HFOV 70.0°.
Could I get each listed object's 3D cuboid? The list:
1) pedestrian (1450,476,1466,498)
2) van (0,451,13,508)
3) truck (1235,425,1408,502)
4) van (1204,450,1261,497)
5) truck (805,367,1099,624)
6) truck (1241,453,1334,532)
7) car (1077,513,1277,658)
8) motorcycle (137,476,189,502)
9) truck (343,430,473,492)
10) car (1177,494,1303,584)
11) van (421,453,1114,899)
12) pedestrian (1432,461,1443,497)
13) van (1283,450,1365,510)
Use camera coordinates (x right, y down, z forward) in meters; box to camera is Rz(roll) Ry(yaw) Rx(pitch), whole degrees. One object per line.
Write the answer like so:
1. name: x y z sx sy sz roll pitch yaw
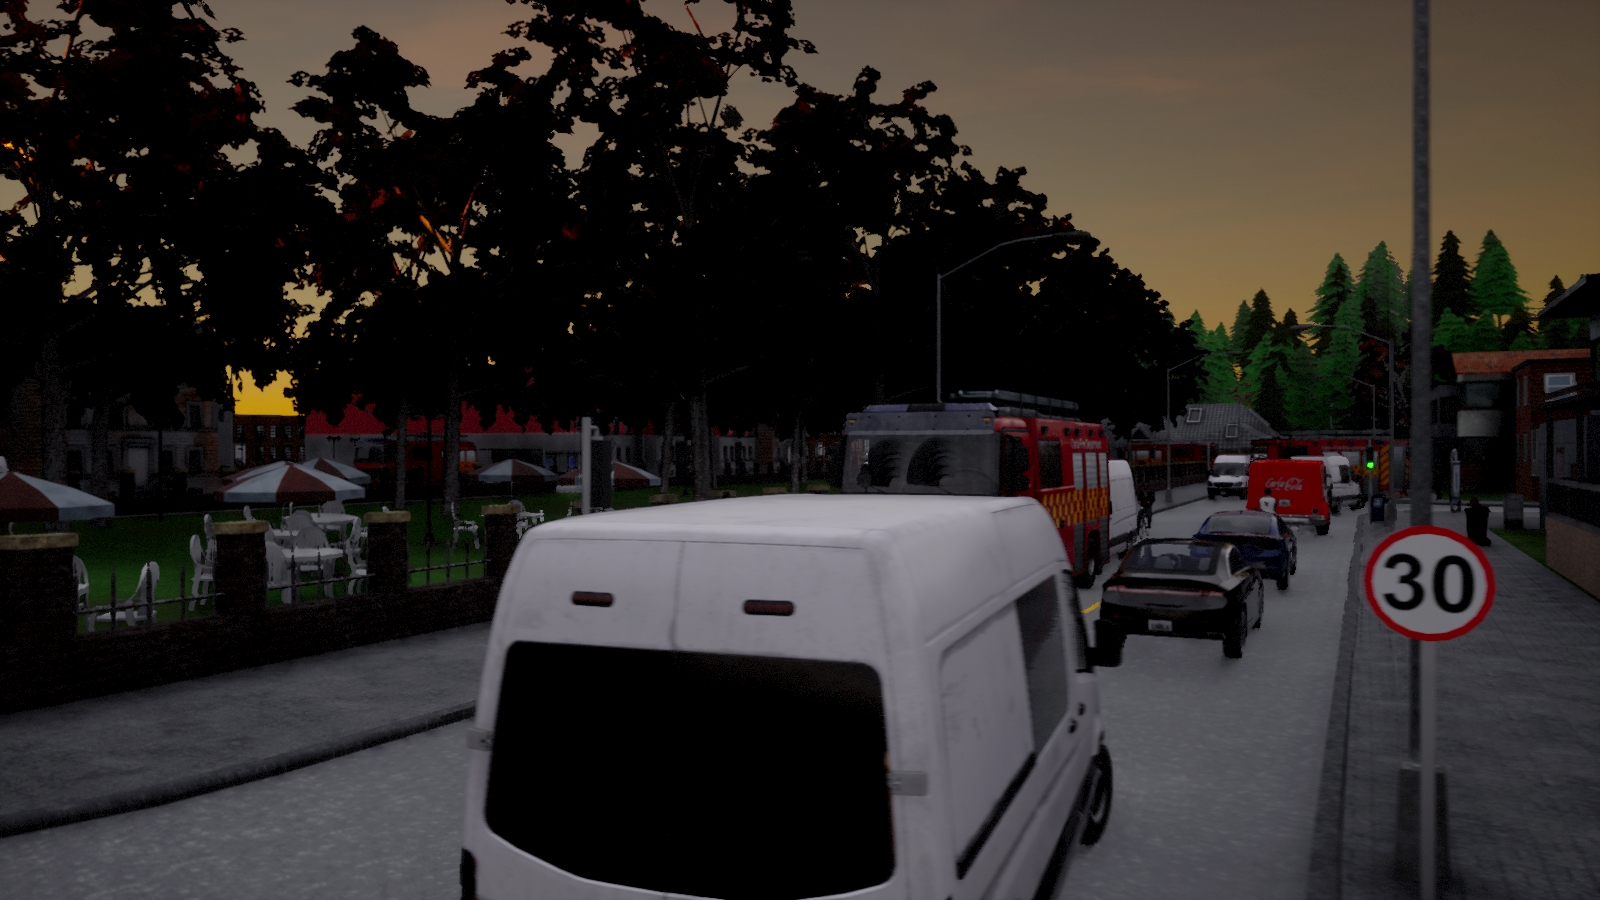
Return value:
1. pedestrian: 33.746 1.902 58.582 0.500 1.100 0.500 0 0 -12
2. van: -37.655 1.316 49.273 1.988 2.561 5.915 0 0 26
3. truck: 27.878 0.675 61.550 2.891 3.827 8.468 0 0 -28
4. van: 25.042 1.326 66.013 1.988 2.561 5.915 0 -1 32
5. truck: 3.262 0.672 21.457 2.891 3.827 8.468 0 0 26
6. truck: 16.717 1.355 39.015 2.627 2.467 5.204 0 0 27
7. car: 5.722 1.829 16.880 2.128 1.511 4.902 0 0 26
8. motorcycle: -32.857 1.987 58.965 0.867 1.251 2.209 0 0 26
9. truck: -25.399 0.673 74.589 2.891 3.827 8.468 0 0 26
10. car: 9.614 1.816 24.695 2.097 1.535 5.006 0 0 26
11. van: 0.547 1.316 6.693 1.988 2.561 5.915 0 0 20
12. pedestrian: 33.672 1.521 60.308 0.375 1.860 0.375 0 0 0
13. van: 24.039 1.319 52.273 1.988 2.561 5.915 -1 -1 39
